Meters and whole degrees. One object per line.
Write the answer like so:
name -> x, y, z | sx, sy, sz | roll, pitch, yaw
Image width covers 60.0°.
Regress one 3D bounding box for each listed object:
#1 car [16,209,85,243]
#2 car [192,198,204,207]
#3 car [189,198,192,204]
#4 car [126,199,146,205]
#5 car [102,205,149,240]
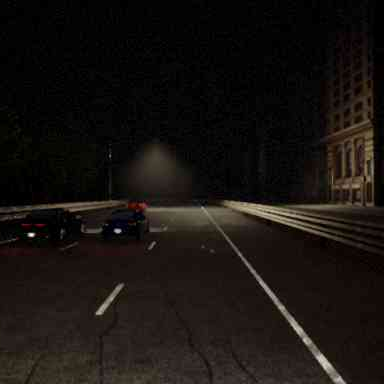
car -> -6.873, 1.596, 16.668 | 1.837, 1.490, 4.892 | 0, 0, 0
car -> 1.329, 2.159, 65.740 | 1.812, 1.442, 4.674 | 0, -1, 0
car -> 0.133, 2.319, 84.190 | 1.994, 1.385, 4.181 | 0, -1, 0
car -> -6.836, 1.693, 41.082 | 2.097, 1.767, 4.553 | 0, -1, 0
car -> -3.374, 1.623, 17.429 | 1.812, 1.442, 4.674 | 0, 0, 0
